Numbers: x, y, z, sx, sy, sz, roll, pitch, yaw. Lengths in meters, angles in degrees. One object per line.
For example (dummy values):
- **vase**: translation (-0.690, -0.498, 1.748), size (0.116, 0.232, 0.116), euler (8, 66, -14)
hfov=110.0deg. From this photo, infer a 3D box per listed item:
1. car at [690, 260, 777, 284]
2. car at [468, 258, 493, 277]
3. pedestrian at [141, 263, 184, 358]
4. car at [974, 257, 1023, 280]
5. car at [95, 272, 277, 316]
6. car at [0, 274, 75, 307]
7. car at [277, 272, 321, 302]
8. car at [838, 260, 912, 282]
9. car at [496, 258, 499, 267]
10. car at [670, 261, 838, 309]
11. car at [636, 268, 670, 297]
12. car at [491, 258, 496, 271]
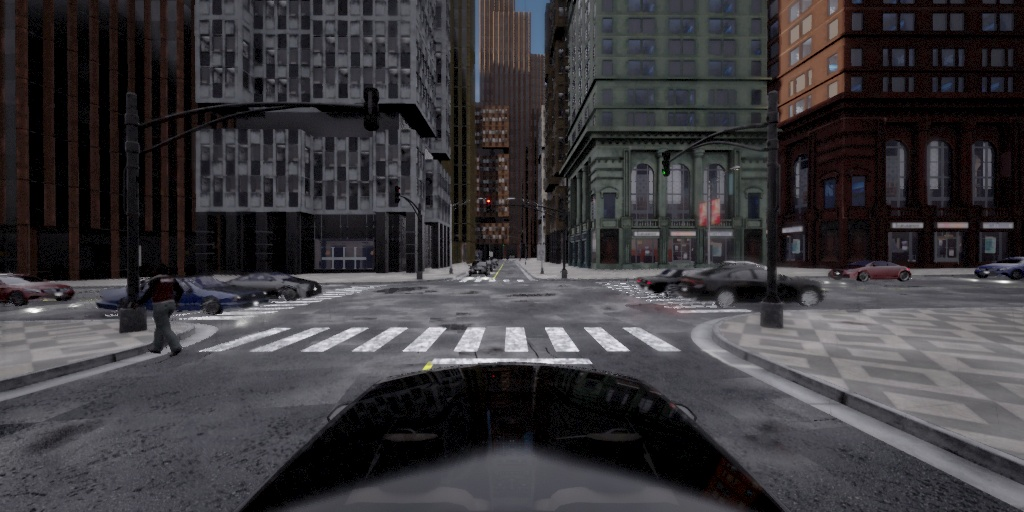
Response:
- **car**: translation (14.595, 1.037, 23.809), size (4.674, 1.442, 1.812), euler (-1, 0, -1)
- **car**: translation (-3.235, 1.237, 36.008), size (1.837, 1.490, 4.892), euler (0, 0, -1)
- **pedestrian**: translation (-6.958, 1.042, 7.148), size (0.375, 1.860, 0.375), euler (0, 0, 0)
- **car**: translation (33.883, 0.792, 23.862), size (4.674, 1.442, 1.812), euler (-1, 0, -1)
- **car**: translation (-12.504, 1.468, 13.783), size (5.357, 1.411, 2.033), euler (-1, 0, 0)
- **car**: translation (-23.830, 1.583, 17.000), size (4.674, 1.442, 1.812), euler (-1, 0, 0)
- **car**: translation (-11.600, 1.455, 17.294), size (4.181, 1.385, 1.994), euler (-1, 0, -5)
- **car**: translation (23.673, 0.959, 23.835), size (4.181, 1.385, 1.994), euler (-1, 0, 0)
- **car**: translation (-3.405, 1.301, 55.762), size (1.895, 1.301, 4.718), euler (0, 0, 0)
- **car**: translation (9.126, 1.107, 13.848), size (5.008, 1.535, 1.882), euler (-1, 0, 0)
- **car**: translation (8.580, 1.222, 17.096), size (4.718, 1.301, 1.895), euler (-1, 0, 0)
- **car**: translation (-3.320, 1.223, 45.473), size (1.837, 1.490, 4.892), euler (0, 0, 0)
